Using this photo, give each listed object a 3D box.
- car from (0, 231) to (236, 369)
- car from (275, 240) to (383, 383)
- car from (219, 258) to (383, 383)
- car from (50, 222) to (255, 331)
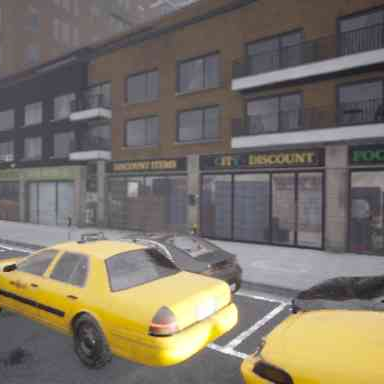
[{"bbox_3d":[-1.902,1.469,5.722,5.366,1.575,1.801,0,0,36],"label":"car"},{"bbox_3d":[3.504,1.583,4.258,4.313,1.339,1.947,0,0,36],"label":"car"},{"bbox_3d":[2.975,1.466,2.226,5.366,1.575,1.801,0,0,36],"label":"car"},{"bbox_3d":[-1.035,1.570,7.514,4.403,1.369,2.008,0,0,36],"label":"car"}]
